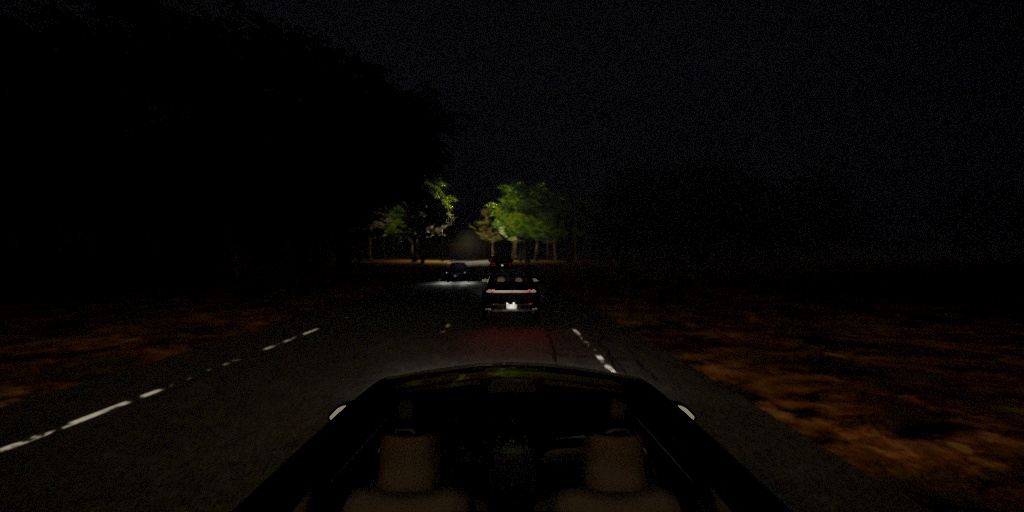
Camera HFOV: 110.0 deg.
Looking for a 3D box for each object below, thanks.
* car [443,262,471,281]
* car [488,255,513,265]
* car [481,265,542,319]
[{"bbox_3d":[-4.452,1.244,29.612,1.812,1.442,4.674,0,0,-3],"label":"car"},{"bbox_3d":[-1.030,0.920,34.205,2.150,2.045,5.566,0,0,-4],"label":"car"},{"bbox_3d":[-0.065,1.226,12.606,2.128,1.511,4.902,0,0,-1],"label":"car"}]
